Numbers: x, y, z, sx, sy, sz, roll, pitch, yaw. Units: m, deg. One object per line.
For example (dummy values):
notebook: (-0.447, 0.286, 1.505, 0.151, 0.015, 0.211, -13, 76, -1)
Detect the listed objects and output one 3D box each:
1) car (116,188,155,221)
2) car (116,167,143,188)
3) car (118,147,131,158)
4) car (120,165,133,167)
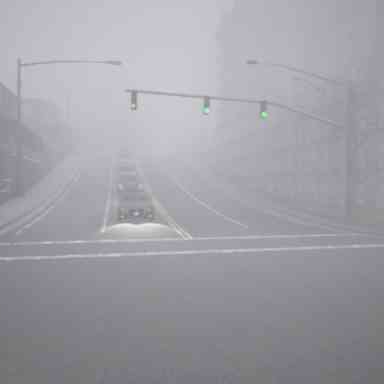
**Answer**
car: (-3.326, 0.773, 19.410, 1.994, 1.385, 4.181, 0, 6, -12)
car: (-5.453, -0.770, 28.842, 2.097, 1.767, 4.553, 0, 10, -14)
car: (-11.024, -6.479, 54.062, 1.882, 1.535, 5.008, 0, 11, -13)
car: (-7.182, -2.220, 36.528, 2.033, 1.411, 5.357, 0, 14, -13)
